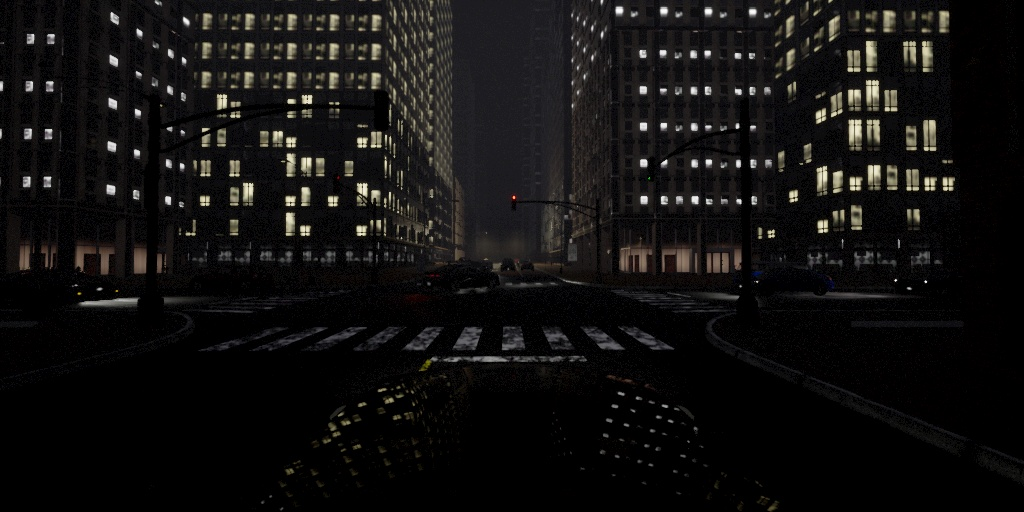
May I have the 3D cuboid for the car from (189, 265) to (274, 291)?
[{"bbox_3d":[-16.755,1.255,21.447,4.097,1.591,1.967,0,0,-1],"label":"car"}]

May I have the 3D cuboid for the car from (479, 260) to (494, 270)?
[{"bbox_3d":[-3.792,1.318,54.068,2.033,1.411,5.357,0,0,-1],"label":"car"}]

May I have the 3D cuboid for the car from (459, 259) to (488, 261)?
[{"bbox_3d":[-3.519,1.266,33.214,1.837,1.490,4.892,0,0,-1],"label":"car"}]

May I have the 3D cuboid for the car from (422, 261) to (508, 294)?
[{"bbox_3d":[-2.789,1.249,20.648,2.128,1.511,4.902,1,0,41],"label":"car"}]

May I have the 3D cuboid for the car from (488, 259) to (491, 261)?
[{"bbox_3d":[-3.654,1.367,43.431,1.895,1.301,4.718,0,0,-1],"label":"car"}]

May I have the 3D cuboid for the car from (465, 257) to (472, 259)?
[{"bbox_3d":[-6.310,1.082,48.176,2.192,1.841,5.009,0,0,-1],"label":"car"}]

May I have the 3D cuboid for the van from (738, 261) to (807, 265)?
[{"bbox_3d":[15.716,1.210,21.807,3.998,1.789,1.690,0,0,-1],"label":"van"}]

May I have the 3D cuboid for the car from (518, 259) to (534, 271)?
[{"bbox_3d":[2.069,1.350,48.350,1.802,1.307,4.207,0,0,-1],"label":"car"}]

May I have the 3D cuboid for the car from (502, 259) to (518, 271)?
[{"bbox_3d":[-0.528,1.368,48.803,1.895,1.301,4.718,0,0,-1],"label":"car"}]

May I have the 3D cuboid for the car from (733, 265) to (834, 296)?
[{"bbox_3d":[14.524,1.342,19.212,4.674,1.442,1.812,0,-1,-2],"label":"car"}]

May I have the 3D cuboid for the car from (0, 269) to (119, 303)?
[{"bbox_3d":[-19.999,1.260,15.634,4.181,1.385,1.994,0,-1,-1],"label":"car"}]

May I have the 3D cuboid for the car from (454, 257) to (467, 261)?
[{"bbox_3d":[-6.161,1.203,37.026,1.967,1.591,4.097,0,0,-1],"label":"car"}]

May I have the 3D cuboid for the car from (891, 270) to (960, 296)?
[{"bbox_3d":[23.568,1.435,19.315,4.718,1.301,1.895,0,-1,-1],"label":"car"}]
